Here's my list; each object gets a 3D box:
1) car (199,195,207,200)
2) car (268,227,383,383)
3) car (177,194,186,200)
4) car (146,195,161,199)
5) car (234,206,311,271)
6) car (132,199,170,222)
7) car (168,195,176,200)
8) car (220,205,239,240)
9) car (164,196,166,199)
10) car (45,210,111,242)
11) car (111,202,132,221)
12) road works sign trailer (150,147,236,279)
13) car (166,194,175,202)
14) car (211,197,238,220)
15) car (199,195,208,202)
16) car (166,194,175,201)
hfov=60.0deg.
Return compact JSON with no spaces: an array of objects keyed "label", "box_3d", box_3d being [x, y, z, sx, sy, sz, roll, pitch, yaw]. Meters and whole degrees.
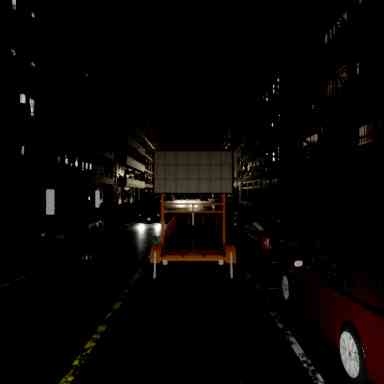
[{"label":"car","box_3d":[2.890,1.517,89.766,1.887,1.381,4.507,0,0,0]},{"label":"car","box_3d":[2.703,1.545,5.221,1.887,1.381,4.507,0,0,0]},{"label":"car","box_3d":[-2.804,1.197,88.764,2.150,2.045,5.566,0,0,0]},{"label":"car","box_3d":[-5.590,1.432,44.698,1.967,1.590,4.097,0,0,0]},{"label":"car","box_3d":[2.716,1.440,10.858,1.967,1.590,4.097,0,0,0]},{"label":"car","box_3d":[-3.040,1.545,26.208,2.033,1.411,5.357,0,0,0]},{"label":"car","box_3d":[-5.491,1.517,89.789,1.887,1.381,4.507,0,0,0]},{"label":"car","box_3d":[2.728,1.550,16.493,2.008,1.369,4.403,0,0,0]},{"label":"car","box_3d":[-5.577,1.305,50.335,2.192,1.841,5.009,0,0,0]},{"label":"car","box_3d":[-5.653,1.565,16.515,1.947,1.339,4.313,0,0,0]},{"label":"car","box_3d":[-5.628,1.523,27.618,1.752,1.417,4.829,0,0,0]},{"label":"road works sign trailer","box_3d":[0.037,0.464,10.013,2.380,3.560,2.880,0,0,0]},{"label":"car","box_3d":[-5.515,1.293,78.516,2.192,1.841,5.009,0,0,0]},{"label":"car","box_3d":[2.754,1.313,27.766,2.192,1.841,5.009,0,0,0]},{"label":"car","box_3d":[2.865,1.503,78.664,1.752,1.417,4.829,0,0,0]},{"label":"car","box_3d":[-5.503,1.415,84.152,1.967,1.590,4.097,0,0,0]}]
